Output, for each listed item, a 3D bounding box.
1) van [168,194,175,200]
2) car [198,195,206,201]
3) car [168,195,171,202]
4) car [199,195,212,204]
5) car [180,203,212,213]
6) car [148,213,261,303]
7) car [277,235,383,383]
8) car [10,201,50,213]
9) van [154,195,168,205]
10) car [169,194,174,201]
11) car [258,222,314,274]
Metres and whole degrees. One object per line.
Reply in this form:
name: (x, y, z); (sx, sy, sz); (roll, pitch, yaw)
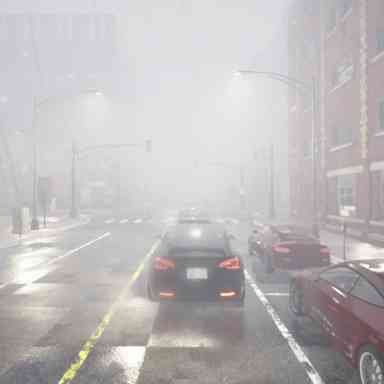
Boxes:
van: (-5.771, 1.371, 93.451); (1.690, 1.788, 3.998); (1, 0, 0)
car: (2.612, 1.593, 87.768); (1.947, 1.339, 4.313); (1, 0, 0)
car: (-5.745, 1.599, 65.189); (1.802, 1.307, 4.206); (1, 0, 0)
car: (2.641, 1.541, 59.677); (1.752, 1.417, 4.829); (1, 0, 0)
car: (0.083, 1.551, 17.570); (2.033, 1.411, 5.357); (0, 0, -1)
car: (0.092, 1.505, 8.298); (2.163, 1.488, 4.792); (0, 0, 0)
car: (2.663, 1.583, 4.597); (1.802, 1.307, 4.206); (1, 0, 0)
car: (-18.750, 1.728, 38.614); (4.313, 1.339, 1.947); (0, -1, 0)
van: (-5.736, 1.357, 59.537); (1.690, 1.788, 3.998); (1, 0, 0)
car: (-5.757, 1.604, 76.494); (1.802, 1.307, 4.206); (1, 0, 0)
car: (2.827, 1.584, 10.253); (1.802, 1.307, 4.206); (1, 0, 0)
